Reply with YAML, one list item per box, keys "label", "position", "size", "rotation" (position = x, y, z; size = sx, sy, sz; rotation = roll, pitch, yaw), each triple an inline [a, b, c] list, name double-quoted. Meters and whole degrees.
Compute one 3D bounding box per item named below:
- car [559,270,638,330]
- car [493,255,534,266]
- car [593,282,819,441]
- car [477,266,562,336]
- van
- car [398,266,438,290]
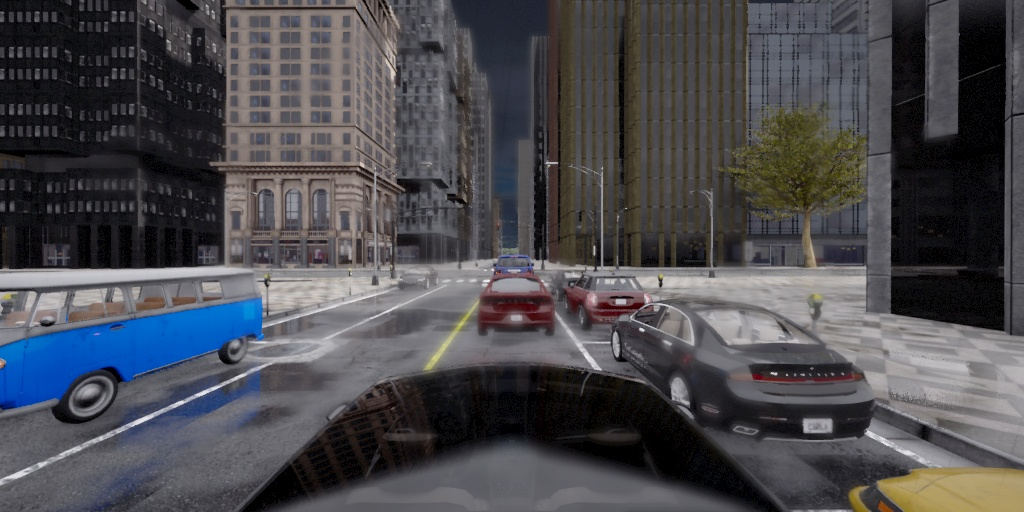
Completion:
- label: "car"
  position: [2.777, 1.188, 11.062]
  size: [1.967, 1.591, 4.097]
  rotation: [0, 0, 0]
- label: "car"
  position: [0.102, 0.967, 20.331]
  size: [2.150, 2.045, 5.566]
  rotation: [0, 0, 0]
- label: "car"
  position: [2.769, 1.300, 5.421]
  size: [2.007, 1.370, 4.403]
  rotation: [0, 0, 0]
- label: "car"
  position: [0.105, 1.226, 10.447]
  size: [1.882, 1.535, 5.008]
  rotation: [0, 0, 0]
- label: "van"
  position: [-5.756, 1.090, 5.431]
  size: [1.690, 1.789, 3.998]
  rotation: [0, 0, 0]
- label: "car"
  position: [-5.734, 1.296, 22.354]
  size: [2.007, 1.370, 4.403]
  rotation: [0, 0, 0]
